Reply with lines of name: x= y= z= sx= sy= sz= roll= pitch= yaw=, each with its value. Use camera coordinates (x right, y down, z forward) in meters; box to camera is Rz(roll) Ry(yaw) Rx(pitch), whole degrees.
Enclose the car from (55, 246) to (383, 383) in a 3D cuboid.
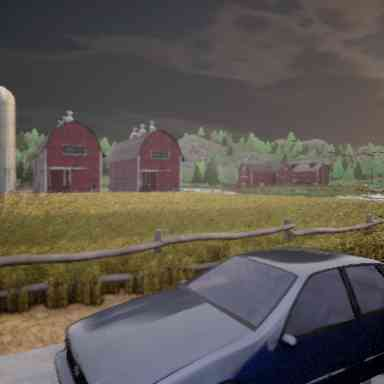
car: x=1.245 y=1.473 z=4.162 sx=5.357 sy=1.411 sz=2.033 roll=0 pitch=1 yaw=-30
